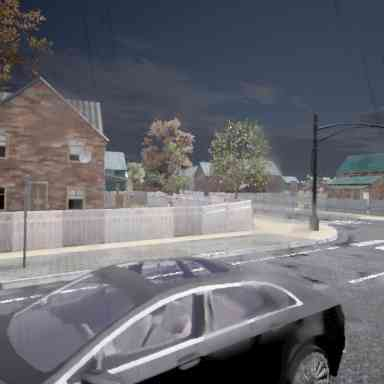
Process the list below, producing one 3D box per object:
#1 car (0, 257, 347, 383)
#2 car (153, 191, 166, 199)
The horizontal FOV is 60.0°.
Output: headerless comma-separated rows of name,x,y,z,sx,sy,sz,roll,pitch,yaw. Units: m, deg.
car,-0.487,1.492,3.200,4.902,1.511,2.128,0,0,-35
car,-6.191,0.644,61.714,1.812,1.442,4.674,1,1,-20
